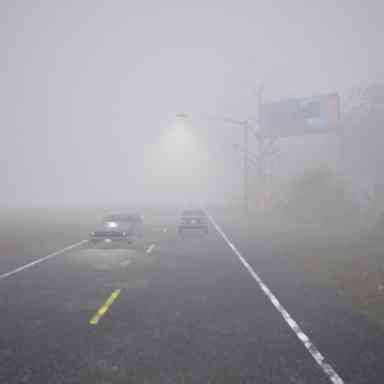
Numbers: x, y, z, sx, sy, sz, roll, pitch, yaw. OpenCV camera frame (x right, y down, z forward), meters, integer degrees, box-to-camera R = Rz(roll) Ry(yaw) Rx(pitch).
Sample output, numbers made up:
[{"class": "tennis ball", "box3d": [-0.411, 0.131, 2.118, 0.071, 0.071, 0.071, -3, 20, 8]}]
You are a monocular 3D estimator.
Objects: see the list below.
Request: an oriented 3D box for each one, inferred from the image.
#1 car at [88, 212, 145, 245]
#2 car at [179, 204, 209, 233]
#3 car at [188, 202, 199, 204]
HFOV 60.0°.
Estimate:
[{"class": "car", "box3d": [-3.570, 1.710, 16.806, 2.033, 1.411, 5.357, 0, -1, 0]}, {"class": "car", "box3d": [0.100, 1.753, 21.315, 2.033, 1.411, 5.357, 0, -1, 0]}, {"class": "car", "box3d": [0.139, 1.945, 41.503, 2.033, 1.411, 5.357, 0, -1, 0]}]
